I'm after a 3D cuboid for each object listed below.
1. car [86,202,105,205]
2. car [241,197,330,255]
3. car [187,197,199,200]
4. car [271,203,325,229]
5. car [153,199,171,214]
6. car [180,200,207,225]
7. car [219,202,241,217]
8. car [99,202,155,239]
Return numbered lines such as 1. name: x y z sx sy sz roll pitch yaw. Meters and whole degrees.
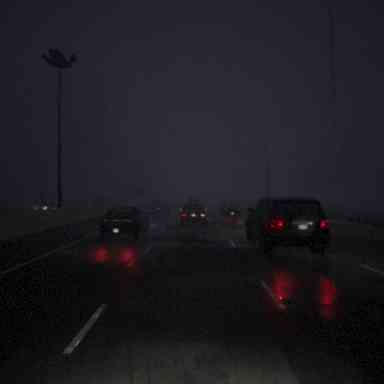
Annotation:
1. car: -14.111 1.518 50.772 1.837 1.490 4.892 0 0 -1
2. car: 3.613 1.226 13.496 2.150 2.045 5.566 0 0 0
3. car: 0.142 1.364 41.899 2.097 1.767 4.553 0 0 0
4. car: 7.122 1.556 23.049 2.033 1.411 5.357 0 0 0
5. car: -3.365 1.488 35.945 1.882 1.535 5.008 0 0 0
6. car: 0.115 1.555 24.103 2.033 1.411 5.357 0 0 0
7. car: 3.631 1.611 32.017 1.895 1.301 4.718 0 0 0
8. car: -3.384 1.496 17.215 2.128 1.511 4.902 0 0 0
